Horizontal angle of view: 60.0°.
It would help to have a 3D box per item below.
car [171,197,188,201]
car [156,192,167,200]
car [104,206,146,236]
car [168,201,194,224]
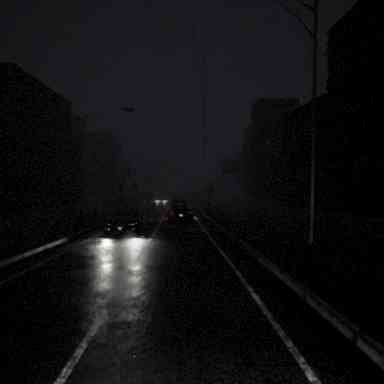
[{"bbox_3d":[-1.551,1.421,41.340,1.837,1.490,4.892,0,1,-3],"label":"car"},{"bbox_3d":[-5.537,0.688,60.516,2.033,1.411,5.357,0,3,-2],"label":"car"},{"bbox_3d":[-3.778,1.623,19.346,1.837,1.490,4.892,0,-1,-3],"label":"car"},{"bbox_3d":[-0.903,1.697,26.641,1.994,1.385,4.181,0,0,-3],"label":"car"}]
